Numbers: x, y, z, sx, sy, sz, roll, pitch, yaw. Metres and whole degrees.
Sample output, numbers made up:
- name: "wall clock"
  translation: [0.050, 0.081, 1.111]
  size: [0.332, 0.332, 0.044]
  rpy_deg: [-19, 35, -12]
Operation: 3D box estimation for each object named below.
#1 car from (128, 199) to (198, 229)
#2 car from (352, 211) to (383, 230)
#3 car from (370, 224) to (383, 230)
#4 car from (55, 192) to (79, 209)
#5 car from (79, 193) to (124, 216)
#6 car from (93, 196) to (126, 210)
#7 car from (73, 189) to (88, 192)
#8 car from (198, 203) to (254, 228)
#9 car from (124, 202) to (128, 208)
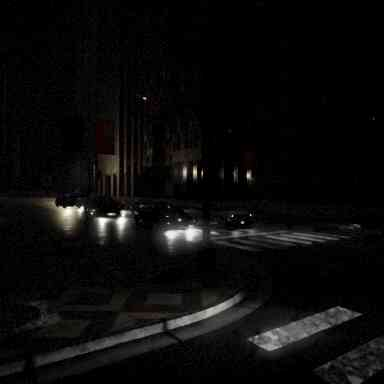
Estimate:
- name: "car"
  translation: [-1.821, 1.330, 19.830]
  size: [1.994, 1.385, 4.181]
  rpy_deg: [0, 1, -35]
- name: "car"
  translation: [11.643, 1.494, 17.942]
  size: [2.033, 1.411, 5.357]
  rpy_deg: [0, 2, -35]
- name: "car"
  translation: [6.368, 1.489, 6.290]
  size: [4.902, 1.511, 2.128]
  rpy_deg: [0, 0, -8]
- name: "car"
  translation: [-13.753, 1.049, 36.862]
  size: [2.033, 1.411, 5.357]
  rpy_deg: [0, 1, -35]
- name: "car"
  translation: [-7.679, 1.112, 28.190]
  size: [1.882, 1.535, 5.008]
  rpy_deg: [0, 1, -35]
- name: "car"
  translation: [-8.914, 1.162, 35.625]
  size: [1.895, 1.301, 4.718]
  rpy_deg: [0, 1, -35]
- name: "car"
  translation: [-22.174, 0.388, 66.181]
  size: [2.150, 2.045, 5.566]
  rpy_deg: [0, 1, -35]
- name: "car"
  translation: [1.586, 1.395, 20.660]
  size: [1.895, 1.301, 4.718]
  rpy_deg: [0, 1, -36]
- name: "car"
  translation: [-3.691, 1.277, 28.160]
  size: [1.895, 1.301, 4.718]
  rpy_deg: [0, 1, -35]
